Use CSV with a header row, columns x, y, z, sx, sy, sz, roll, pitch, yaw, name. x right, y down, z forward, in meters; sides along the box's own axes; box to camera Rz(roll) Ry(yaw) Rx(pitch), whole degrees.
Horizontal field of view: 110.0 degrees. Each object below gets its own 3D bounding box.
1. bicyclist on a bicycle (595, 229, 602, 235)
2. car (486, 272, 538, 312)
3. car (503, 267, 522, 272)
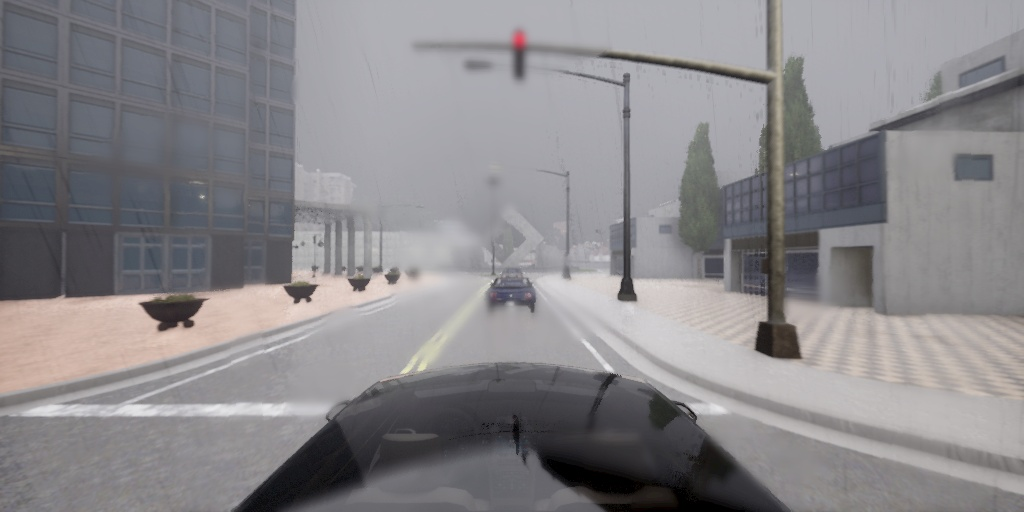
x,y,z,sx,sy,sz,roll,pitch,yaw,name
13.933,-3.906,57.770,1.656,0.582,1.620,40,4,27,bicyclist on a bicycle
0.018,1.502,15.085,1.895,1.301,4.718,0,-1,0,car
0.043,1.623,29.349,2.033,1.411,5.357,0,-1,2,car
